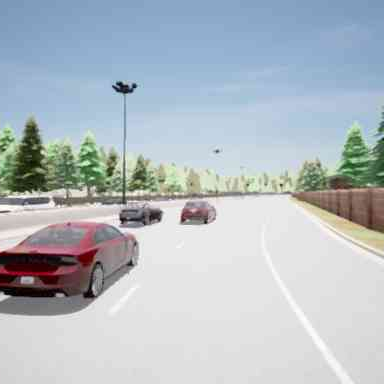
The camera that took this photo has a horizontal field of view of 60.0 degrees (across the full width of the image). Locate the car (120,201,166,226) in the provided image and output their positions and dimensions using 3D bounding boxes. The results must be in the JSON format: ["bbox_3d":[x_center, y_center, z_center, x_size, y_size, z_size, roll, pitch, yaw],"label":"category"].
[{"bbox_3d":[-3.543,1.539,23.914,2.128,1.511,4.902,0,0,14],"label":"car"}]

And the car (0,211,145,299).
[{"bbox_3d":[-2.803,1.487,8.605,1.882,1.535,5.008,0,0,6],"label":"car"}]

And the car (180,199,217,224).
[{"bbox_3d":[0.604,1.426,26.071,2.097,1.767,4.553,0,0,14],"label":"car"}]

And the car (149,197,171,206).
[{"bbox_3d":[-5.518,1.678,58.536,2.033,1.411,5.357,0,0,15],"label":"car"}]

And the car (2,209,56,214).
[{"bbox_3d":[-11.411,1.224,22.162,2.150,2.045,5.566,0,0,13],"label":"car"}]

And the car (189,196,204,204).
[{"bbox_3d":[0.943,1.702,69.132,2.128,1.511,4.902,0,0,14],"label":"car"}]
